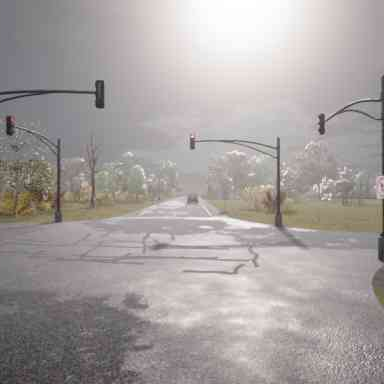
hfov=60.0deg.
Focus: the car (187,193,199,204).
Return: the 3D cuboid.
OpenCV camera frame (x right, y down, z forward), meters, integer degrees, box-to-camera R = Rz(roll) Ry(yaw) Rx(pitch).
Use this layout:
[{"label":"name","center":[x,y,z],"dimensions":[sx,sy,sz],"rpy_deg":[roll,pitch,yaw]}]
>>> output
[{"label":"car","center":[0.150,1.293,67.563],"dimensions":[2.150,2.045,5.566],"rpy_deg":[0,0,0]}]
